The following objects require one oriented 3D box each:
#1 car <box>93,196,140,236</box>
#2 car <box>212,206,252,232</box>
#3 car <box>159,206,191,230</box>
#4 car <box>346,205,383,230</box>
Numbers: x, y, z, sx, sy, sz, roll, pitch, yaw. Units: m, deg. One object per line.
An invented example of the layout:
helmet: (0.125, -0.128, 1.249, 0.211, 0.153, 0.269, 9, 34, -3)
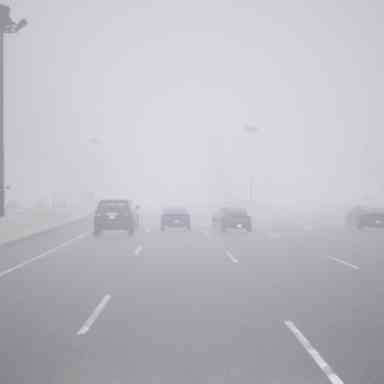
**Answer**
car: (-4.406, 1.412, 19.932, 2.150, 2.045, 5.566, 0, 0, -6)
car: (2.459, 1.673, 21.364, 1.837, 1.490, 4.892, 0, 0, -6)
car: (-1.225, 1.675, 22.834, 1.882, 1.535, 5.008, 0, 0, -6)
car: (11.450, 1.603, 21.781, 1.882, 1.535, 5.008, -1, 0, 14)
